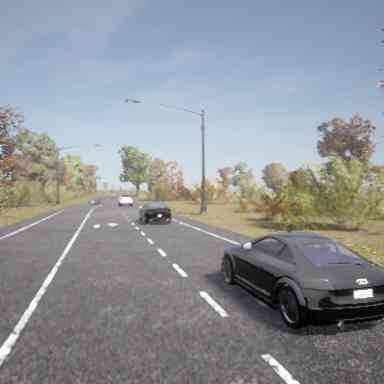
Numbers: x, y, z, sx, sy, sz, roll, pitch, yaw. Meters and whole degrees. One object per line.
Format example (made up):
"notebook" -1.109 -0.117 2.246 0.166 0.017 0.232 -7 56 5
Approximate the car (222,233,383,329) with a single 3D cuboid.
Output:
"car" 2.132 1.554 7.089 1.994 1.385 4.181 0 0 -15

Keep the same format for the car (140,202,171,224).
"car" -2.893 1.519 25.662 1.882 1.535 5.008 0 0 -15

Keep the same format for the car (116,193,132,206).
"car" -11.683 1.329 58.141 2.150 2.045 5.566 0 0 -15

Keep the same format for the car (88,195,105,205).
"car" -18.373 1.668 62.849 2.128 1.511 4.902 0 0 -8
